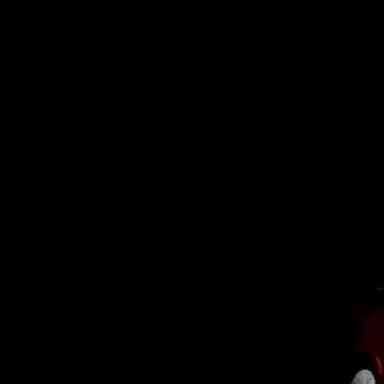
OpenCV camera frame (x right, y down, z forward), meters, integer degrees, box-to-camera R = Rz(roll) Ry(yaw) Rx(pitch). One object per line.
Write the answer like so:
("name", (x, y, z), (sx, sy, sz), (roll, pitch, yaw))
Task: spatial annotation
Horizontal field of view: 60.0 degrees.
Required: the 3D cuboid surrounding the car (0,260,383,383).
("car", (-0.189, 1.478, 2.927), (5.008, 1.535, 1.882), (0, 0, -35))
